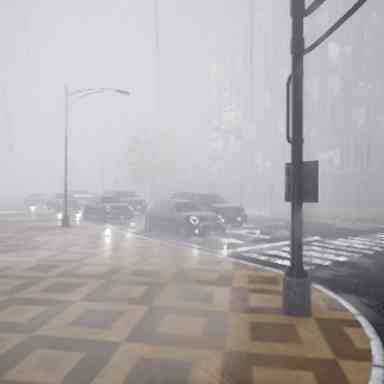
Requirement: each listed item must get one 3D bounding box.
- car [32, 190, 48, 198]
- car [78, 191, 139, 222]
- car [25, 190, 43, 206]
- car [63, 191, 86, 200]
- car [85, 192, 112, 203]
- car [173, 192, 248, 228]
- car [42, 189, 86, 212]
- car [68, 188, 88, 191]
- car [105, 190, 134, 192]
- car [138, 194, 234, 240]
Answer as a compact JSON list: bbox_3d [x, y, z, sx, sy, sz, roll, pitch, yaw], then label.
[{"bbox_3d":[-29.097,0.370,63.494,1.812,1.442,4.674,0,1,-38],"label":"car"},{"bbox_3d":[-5.852,1.022,23.077,2.097,1.767,4.553,0,1,-38],"label":"car"},{"bbox_3d":[-18.195,0.823,38.820,1.812,1.442,4.674,0,1,-38],"label":"car"},{"bbox_3d":[-20.512,0.592,57.855,2.033,1.411,5.357,0,1,-40],"label":"car"},{"bbox_3d":[-13.952,0.792,49.478,2.033,1.411,5.357,0,1,-38],"label":"car"},{"bbox_3d":[0.753,1.031,19.926,2.150,2.045,5.566,0,1,-40],"label":"car"},{"bbox_3d":[-11.882,0.841,30.742,2.097,1.767,4.553,0,1,-38],"label":"car"},{"bbox_3d":[-12.484,0.633,36.790,2.150,2.045,5.566,0,1,-37],"label":"car"},{"bbox_3d":[-5.868,0.832,28.352,2.150,2.045,5.566,0,1,-38],"label":"car"},{"bbox_3d":[-0.440,1.185,16.231,2.097,1.767,4.553,0,1,-38],"label":"car"}]
